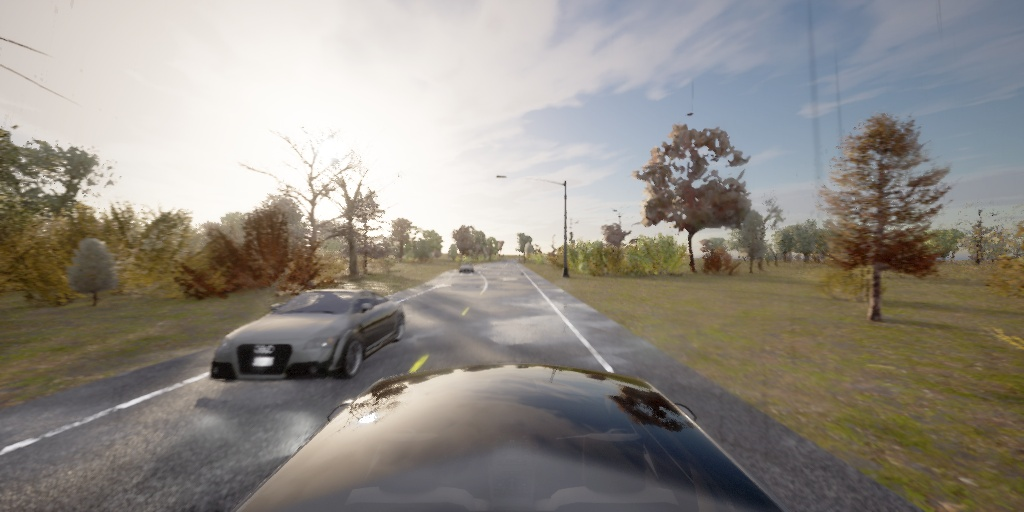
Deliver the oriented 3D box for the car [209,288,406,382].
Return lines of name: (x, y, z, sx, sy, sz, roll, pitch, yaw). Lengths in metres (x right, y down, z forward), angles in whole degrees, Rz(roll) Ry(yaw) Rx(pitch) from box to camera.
car: (-3.612, 1.363, 7.205, 1.994, 1.385, 4.181, 0, 0, 0)

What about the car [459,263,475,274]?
car: (-6.151, 1.688, 48.967, 1.994, 1.385, 4.181, 0, 0, -6)
